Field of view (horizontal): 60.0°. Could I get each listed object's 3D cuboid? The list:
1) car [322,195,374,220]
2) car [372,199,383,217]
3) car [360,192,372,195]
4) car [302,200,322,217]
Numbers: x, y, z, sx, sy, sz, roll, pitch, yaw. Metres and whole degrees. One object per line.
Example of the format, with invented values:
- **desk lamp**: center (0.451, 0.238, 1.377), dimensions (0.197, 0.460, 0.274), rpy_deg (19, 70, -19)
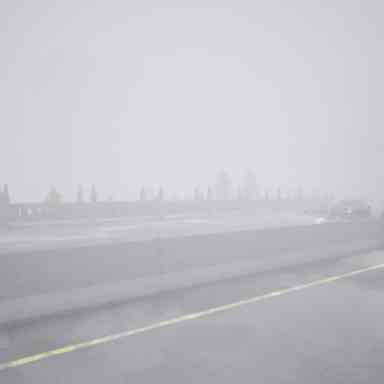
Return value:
- **car**: center (12.811, 1.355, 27.007), dimensions (4.553, 1.767, 2.097), rpy_deg (0, 0, -43)
- **car**: center (15.714, 1.495, 24.909), dimensions (4.902, 1.511, 2.128), rpy_deg (0, 0, -43)
- **car**: center (34.392, 1.098, 65.740), dimensions (2.150, 2.045, 5.566), rpy_deg (0, 0, 21)
- **car**: center (12.184, 1.529, 31.176), dimensions (4.674, 1.442, 1.812), rpy_deg (0, 0, -44)
